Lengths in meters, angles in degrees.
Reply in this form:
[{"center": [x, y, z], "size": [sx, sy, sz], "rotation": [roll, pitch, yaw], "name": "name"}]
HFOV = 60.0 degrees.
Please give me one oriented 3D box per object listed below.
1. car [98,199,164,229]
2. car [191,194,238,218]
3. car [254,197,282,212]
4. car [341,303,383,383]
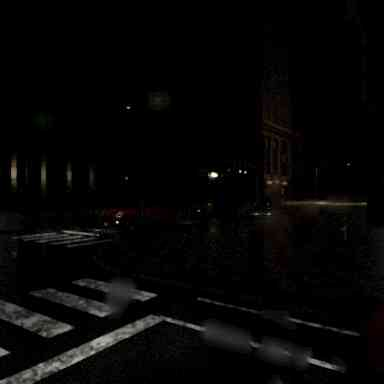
[{"center": [-3.920, 1.367, 21.976], "size": [2.097, 1.767, 4.553], "rotation": [0, 0, 35], "name": "car"}, {"center": [2.211, 1.248, 30.527], "size": [2.150, 2.045, 5.566], "rotation": [0, 0, 36], "name": "car"}, {"center": [9.274, 1.394, 40.340], "size": [2.097, 1.767, 4.553], "rotation": [0, 0, 35], "name": "car"}, {"center": [3.534, 1.223, 1.168], "size": [5.566, 2.045, 2.150], "rotation": [0, 0, 36], "name": "car"}]
